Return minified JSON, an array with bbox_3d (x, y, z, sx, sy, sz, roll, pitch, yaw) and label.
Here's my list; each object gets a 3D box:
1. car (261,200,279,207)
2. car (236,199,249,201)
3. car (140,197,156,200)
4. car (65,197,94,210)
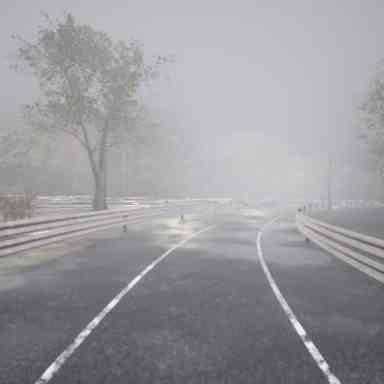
[{"bbox_3d":[17.132,2.498,73.026,2.033,1.411,5.357,2,0,43],"label":"car"},{"bbox_3d":[12.054,2.321,77.841,2.128,1.511,4.902,2,0,43],"label":"car"},{"bbox_3d":[-7.204,1.658,57.503,1.812,1.442,4.674,2,0,43],"label":"car"},{"bbox_3d":[-13.129,1.402,41.069,2.128,1.511,4.902,2,0,43],"label":"car"}]
